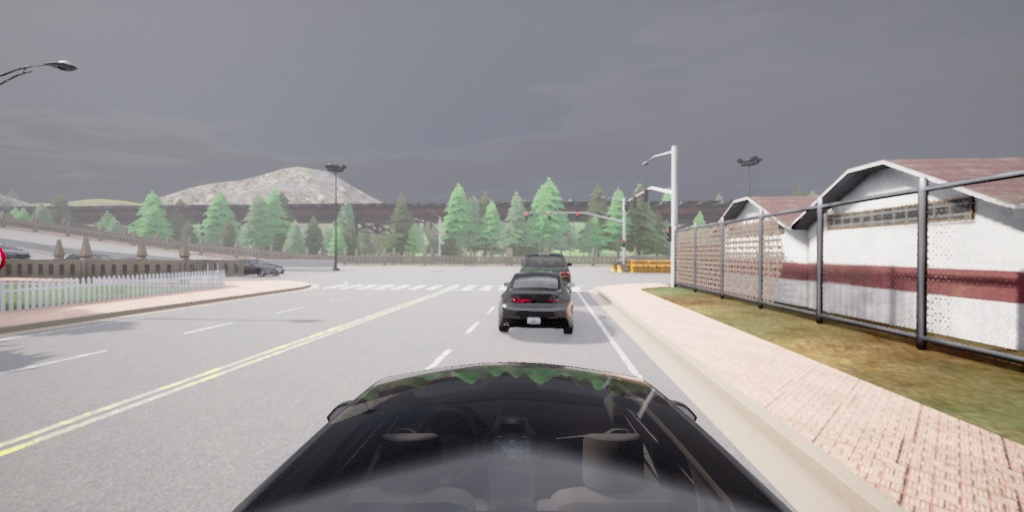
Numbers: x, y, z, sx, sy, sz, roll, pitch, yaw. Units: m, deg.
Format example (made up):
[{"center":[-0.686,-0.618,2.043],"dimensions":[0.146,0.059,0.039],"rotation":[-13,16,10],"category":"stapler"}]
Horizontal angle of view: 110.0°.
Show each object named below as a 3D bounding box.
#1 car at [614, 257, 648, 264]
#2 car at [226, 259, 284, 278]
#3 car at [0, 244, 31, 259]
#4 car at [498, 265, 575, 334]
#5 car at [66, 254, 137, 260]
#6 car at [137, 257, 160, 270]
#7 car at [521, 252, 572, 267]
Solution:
[{"center":[15.353,0.907,45.121],"dimensions":[5.008,1.535,1.882],"rotation":[0,0,4],"category":"car"},{"center":[-21.793,0.989,30.134],"dimensions":[4.902,1.511,2.128],"rotation":[0,1,5],"category":"car"},{"center":[-51.328,-0.431,35.996],"dimensions":[4.892,1.490,1.837],"rotation":[6,1,5],"category":"car"},{"center":[0.759,1.187,10.431],"dimensions":[1.837,1.490,4.892],"rotation":[0,0,6],"category":"car"},{"center":[-36.211,0.614,31.241],"dimensions":[4.553,1.767,2.097],"rotation":[2,1,4],"category":"car"},{"center":[-36.021,0.780,34.737],"dimensions":[5.357,1.411,2.033],"rotation":[2,1,5],"category":"car"},{"center":[1.551,0.858,16.436],"dimensions":[2.150,2.045,5.566],"rotation":[0,0,7],"category":"car"}]
